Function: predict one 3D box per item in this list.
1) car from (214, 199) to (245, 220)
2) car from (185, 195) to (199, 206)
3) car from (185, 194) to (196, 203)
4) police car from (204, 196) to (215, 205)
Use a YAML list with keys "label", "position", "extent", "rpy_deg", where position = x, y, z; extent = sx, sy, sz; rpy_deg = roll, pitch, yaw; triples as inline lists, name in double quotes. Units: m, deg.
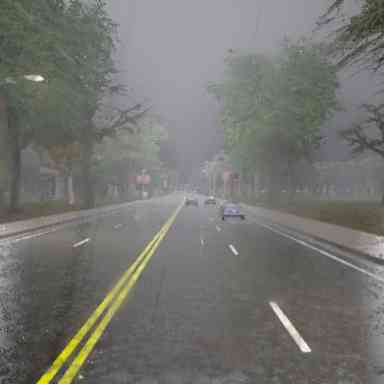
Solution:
- label: "car"
  position: [3.239, 1.532, 27.879]
  extent: [2.033, 1.411, 5.357]
  rpy_deg: [0, 0, 0]
- label: "car"
  position: [-0.034, 1.489, 52.103]
  extent: [1.812, 1.442, 4.674]
  rpy_deg: [0, 0, 0]
- label: "car"
  position: [-0.226, 1.302, 65.628]
  extent: [2.097, 1.767, 4.553]
  rpy_deg: [0, 0, 0]
- label: "police car"
  position: [3.086, 1.460, 56.754]
  extent: [2.038, 1.542, 4.974]
  rpy_deg: [0, 0, 0]
